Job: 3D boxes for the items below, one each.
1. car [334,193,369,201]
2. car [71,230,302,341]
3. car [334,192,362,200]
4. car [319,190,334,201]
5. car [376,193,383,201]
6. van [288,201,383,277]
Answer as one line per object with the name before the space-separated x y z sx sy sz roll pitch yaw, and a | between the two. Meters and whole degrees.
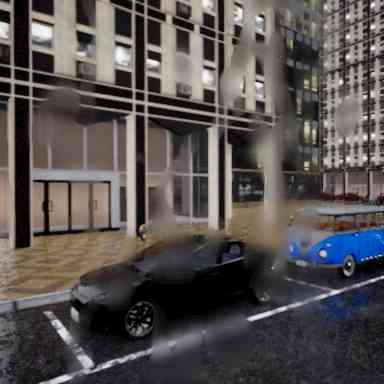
car | 24.087 0.921 49.549 1.802 1.307 4.206 1 0 -36
car | -0.069 1.551 6.510 4.313 1.339 1.947 0 0 -35
car | 27.616 0.769 59.011 1.802 1.307 4.206 1 1 -36
car | 20.846 0.547 54.079 2.192 1.841 5.009 1 0 -36
car | 27.337 0.886 45.018 1.967 1.590 4.097 1 0 -36
van | 4.529 1.304 9.789 3.998 1.788 1.690 0 0 -35
